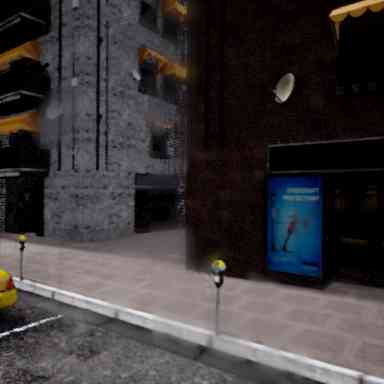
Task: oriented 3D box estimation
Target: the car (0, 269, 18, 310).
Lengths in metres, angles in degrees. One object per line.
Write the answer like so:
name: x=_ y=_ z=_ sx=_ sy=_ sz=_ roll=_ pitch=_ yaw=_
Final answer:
car: x=-5.351 y=1.597 z=6.630 sx=4.829 sy=1.417 sz=1.752 roll=-1 pitch=1 yaw=36
